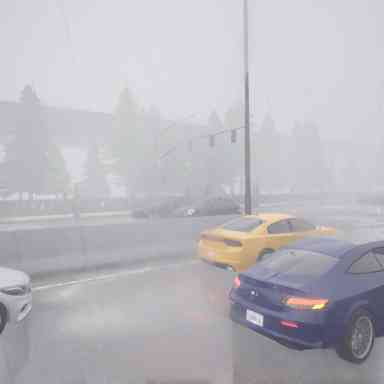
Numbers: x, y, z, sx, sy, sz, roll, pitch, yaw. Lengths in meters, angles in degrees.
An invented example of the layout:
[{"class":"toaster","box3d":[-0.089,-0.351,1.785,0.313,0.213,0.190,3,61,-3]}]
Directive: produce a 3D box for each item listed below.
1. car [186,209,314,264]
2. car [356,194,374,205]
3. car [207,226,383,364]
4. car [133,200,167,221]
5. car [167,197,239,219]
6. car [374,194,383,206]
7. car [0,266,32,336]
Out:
[{"class":"car","box3d":[2.516,1.373,9.869,5.008,1.535,1.882,-1,1,-35]},{"class":"car","box3d":[22.361,0.906,41.426,4.718,1.301,1.895,-1,1,-35]},{"class":"car","box3d":[2.707,1.458,5.720,4.674,1.442,1.812,-1,1,-35]},{"class":"car","box3d":[-1.846,1.296,24.169,5.008,1.535,1.882,-1,0,-35]},{"class":"car","box3d":[0.999,1.152,21.899,4.553,1.767,2.097,-1,1,-35]},{"class":"car","box3d":[23.100,0.810,37.655,5.008,1.535,1.882,-1,1,-35]},{"class":"car","box3d":[-4.812,1.522,4.621,4.674,1.442,1.812,0,0,-36]}]
